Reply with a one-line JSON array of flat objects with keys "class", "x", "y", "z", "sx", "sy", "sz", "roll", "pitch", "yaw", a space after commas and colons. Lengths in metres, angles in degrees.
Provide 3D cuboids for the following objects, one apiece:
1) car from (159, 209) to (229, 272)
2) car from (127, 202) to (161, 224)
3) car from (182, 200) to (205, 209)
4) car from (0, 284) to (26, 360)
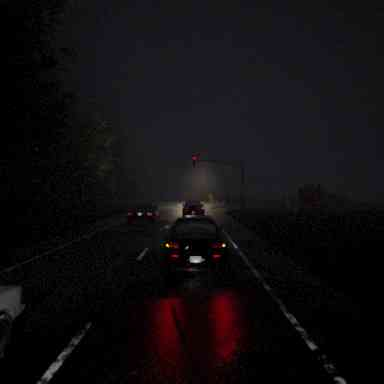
[{"class": "car", "x": 0.098, "y": 1.488, "z": 10.501, "sx": 1.812, "sy": 1.442, "sz": 4.674, "roll": 0, "pitch": 0, "yaw": 0}, {"class": "car", "x": -3.396, "y": 1.460, "z": 24.104, "sx": 2.033, "sy": 1.411, "sz": 5.357, "roll": 0, "pitch": 0, "yaw": 0}, {"class": "car", "x": 0.104, "y": 1.423, "z": 28.332, "sx": 1.812, "sy": 1.442, "sz": 4.674, "roll": 0, "pitch": 0, "yaw": 0}, {"class": "car", "x": -3.422, "y": 1.591, "z": 2.862, "sx": 1.895, "sy": 1.301, "sz": 4.718, "roll": 0, "pitch": 0, "yaw": 0}]
